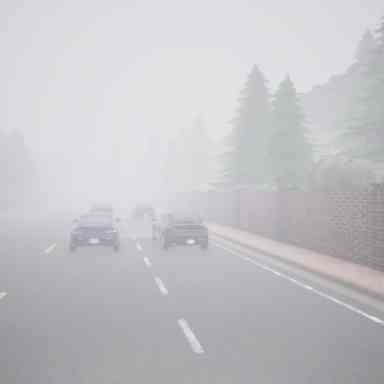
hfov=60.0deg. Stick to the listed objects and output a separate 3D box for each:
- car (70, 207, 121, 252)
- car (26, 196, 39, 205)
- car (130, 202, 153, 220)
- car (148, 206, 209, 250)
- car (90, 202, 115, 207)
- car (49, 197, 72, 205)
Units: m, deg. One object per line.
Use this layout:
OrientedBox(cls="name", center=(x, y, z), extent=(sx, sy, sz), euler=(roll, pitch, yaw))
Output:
OrientedBox(cls="car", center=(-4.040, 1.572, 14.098), extent=(1.812, 1.442, 4.674), euler=(1, 0, -14))
OrientedBox(cls="car", center=(-30.084, 1.508, 60.071), extent=(4.902, 1.511, 2.128), euler=(1, 0, 12))
OrientedBox(cls="car", center=(-4.307, 1.661, 29.435), extent=(1.837, 1.490, 4.892), euler=(1, 0, -14))
OrientedBox(cls="car", center=(-0.629, 1.607, 14.883), extent=(1.837, 1.490, 4.892), euler=(1, 0, -14))
OrientedBox(cls="car", center=(-7.738, 1.578, 28.736), extent=(1.882, 1.535, 5.008), euler=(1, 0, -14))
OrientedBox(cls="car", center=(-24.230, 1.598, 61.400), extent=(4.902, 1.511, 2.128), euler=(1, -1, 31))
